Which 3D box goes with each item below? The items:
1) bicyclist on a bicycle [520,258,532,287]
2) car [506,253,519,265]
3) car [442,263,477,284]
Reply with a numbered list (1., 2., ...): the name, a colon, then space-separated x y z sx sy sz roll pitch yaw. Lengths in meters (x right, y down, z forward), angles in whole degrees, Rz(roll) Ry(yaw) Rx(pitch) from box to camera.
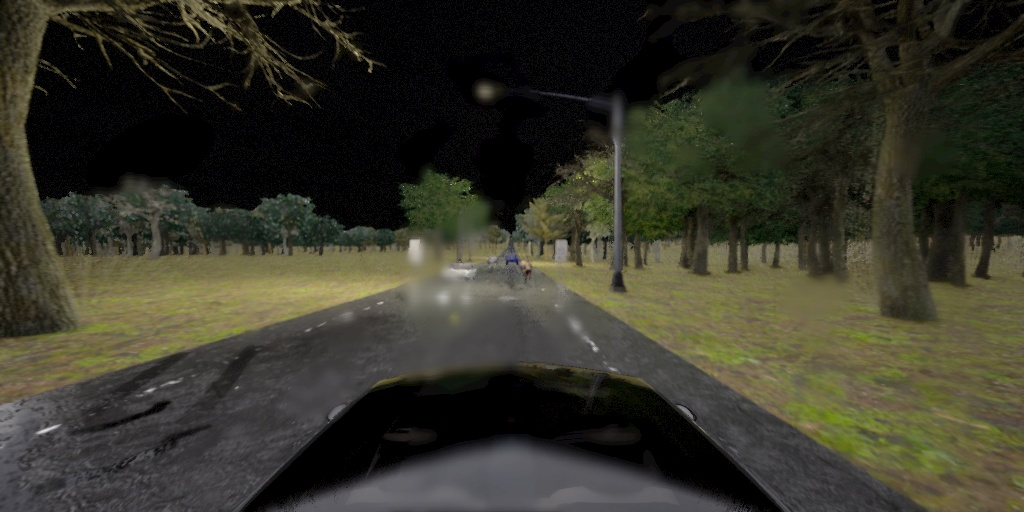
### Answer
1. bicyclist on a bicycle: 0.963 1.035 21.462 0.582 1.620 1.656 0 0 0
2. car: 0.047 0.486 65.238 2.150 2.045 5.566 0 0 1
3. car: -3.581 1.155 25.085 1.895 1.301 4.718 0 0 0
